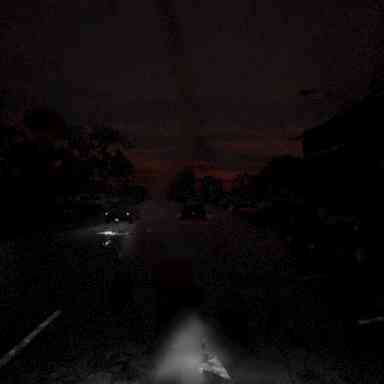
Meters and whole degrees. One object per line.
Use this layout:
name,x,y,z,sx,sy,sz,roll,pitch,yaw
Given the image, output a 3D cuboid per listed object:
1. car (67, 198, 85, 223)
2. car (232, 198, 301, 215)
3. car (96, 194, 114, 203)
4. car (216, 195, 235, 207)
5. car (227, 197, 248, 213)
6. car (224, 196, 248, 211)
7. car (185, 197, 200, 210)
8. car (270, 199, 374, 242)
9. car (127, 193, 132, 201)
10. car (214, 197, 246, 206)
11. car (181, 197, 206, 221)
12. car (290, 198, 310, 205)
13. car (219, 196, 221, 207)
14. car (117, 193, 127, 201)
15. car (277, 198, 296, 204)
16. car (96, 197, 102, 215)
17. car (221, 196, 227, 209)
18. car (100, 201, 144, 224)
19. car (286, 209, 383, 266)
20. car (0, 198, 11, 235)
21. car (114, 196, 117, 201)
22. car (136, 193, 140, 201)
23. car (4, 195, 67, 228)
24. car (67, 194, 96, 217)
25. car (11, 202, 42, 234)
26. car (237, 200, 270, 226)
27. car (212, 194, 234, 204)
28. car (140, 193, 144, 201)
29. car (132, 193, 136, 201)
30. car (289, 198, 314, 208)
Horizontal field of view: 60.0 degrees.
car,-10.768,1.467,23.907,5.366,1.575,1.946,-1,0,-20
car,6.174,1.470,26.124,5.366,1.575,1.946,1,0,-20
car,-10.973,1.214,32.897,5.566,2.045,2.435,-1,0,-20
car,6.009,1.460,40.853,4.892,1.521,2.231,1,0,-20
car,6.005,1.468,29.008,5.008,1.535,2.097,1,0,-20
car,6.176,1.465,32.041,5.366,1.575,1.946,1,0,-20
car,0.108,1.475,43.696,1.837,1.490,4.892,0,0,0
car,6.033,1.354,14.226,4.553,1.767,2.185,1,0,-20
car,-10.966,1.331,44.983,4.553,1.767,2.185,-1,0,-20
car,6.009,1.490,52.682,4.674,1.452,2.002,1,0,-20
car,0.104,1.460,27.490,1.882,1.535,5.008,0,0,0
car,28.105,2.452,86.769,2.231,1.521,4.892,2,-1,-21
car,6.030,1.491,37.903,4.792,1.488,2.163,1,0,-20
car,-10.918,1.209,38.964,5.566,2.045,2.435,-1,0,-20
car,24.712,2.348,86.738,2.231,1.521,4.892,2,-1,-21
car,-10.927,1.468,29.876,4.892,1.521,2.231,-1,0,-20
car,6.003,1.464,34.937,5.008,1.535,2.097,1,0,-20
car,-5.095,1.585,24.832,1.895,1.301,4.718,0,0,0
car,6.002,1.482,11.252,4.892,1.521,2.231,1,0,-20
car,-10.915,1.353,14.781,4.553,1.767,2.185,-1,0,-20
car,-10.911,1.492,35.941,4.792,1.488,2.163,-1,0,-20
car,-10.911,1.325,51.048,4.553,1.767,2.185,-1,0,-20
car,-10.972,1.223,20.806,5.566,2.045,2.435,-1,0,-20
car,-10.912,1.218,26.869,5.566,2.045,2.435,-1,0,-20
car,-10.912,1.506,17.805,4.792,1.488,2.163,-1,0,-20
car,5.980,1.502,23.077,4.792,1.488,2.163,1,0,-20
car,5.837,1.452,43.736,5.366,1.575,1.946,1,0,-20
car,-10.945,1.450,54.063,4.892,1.521,2.231,-1,0,-20
car,-10.972,1.328,48.010,4.553,1.767,2.185,-1,0,-20
car,22.475,2.247,68.400,1.946,1.575,5.366,2,1,-21
